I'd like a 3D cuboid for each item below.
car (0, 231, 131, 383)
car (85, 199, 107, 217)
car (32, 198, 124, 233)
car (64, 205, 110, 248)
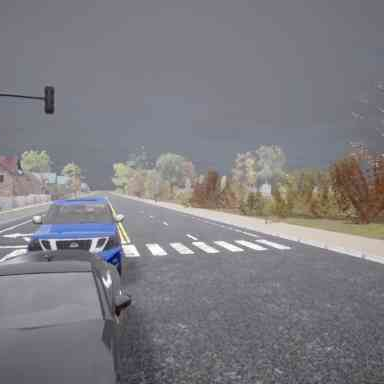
[{"bbox_3d":[-1.743,1.524,3.965,1.812,1.442,4.674,0,0,-12],"label":"car"},{"bbox_3d":[-9.107,1.459,31.757,1.882,1.535,5.008,0,0,-15],"label":"car"},{"bbox_3d":[-3.342,1.218,10.064,2.150,2.045,5.566,0,0,-15],"label":"car"},{"bbox_3d":[-4.958,1.495,16.143,1.837,1.490,4.892,0,1,-15],"label":"car"}]
